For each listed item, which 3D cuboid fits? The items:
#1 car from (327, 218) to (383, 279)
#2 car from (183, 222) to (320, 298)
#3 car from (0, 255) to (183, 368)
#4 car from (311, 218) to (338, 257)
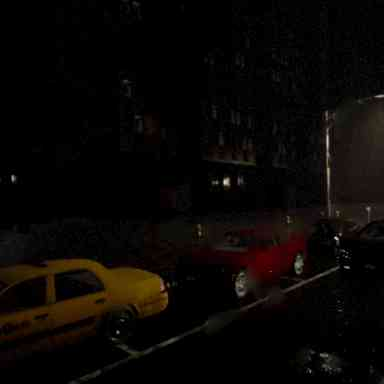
[{"bbox_3d":[6.091,1.565,9.977,1.882,1.535,5.008,-2,-1,44],"label":"car"},{"bbox_3d":[1.528,1.695,9.060,1.887,1.381,4.507,-2,-1,44],"label":"car"},{"bbox_3d":[-2.514,1.669,4.835,1.752,1.417,4.829,-2,-1,44],"label":"car"},{"bbox_3d":[5.453,1.724,13.163,1.947,1.339,4.313,-2,-2,44],"label":"car"}]
